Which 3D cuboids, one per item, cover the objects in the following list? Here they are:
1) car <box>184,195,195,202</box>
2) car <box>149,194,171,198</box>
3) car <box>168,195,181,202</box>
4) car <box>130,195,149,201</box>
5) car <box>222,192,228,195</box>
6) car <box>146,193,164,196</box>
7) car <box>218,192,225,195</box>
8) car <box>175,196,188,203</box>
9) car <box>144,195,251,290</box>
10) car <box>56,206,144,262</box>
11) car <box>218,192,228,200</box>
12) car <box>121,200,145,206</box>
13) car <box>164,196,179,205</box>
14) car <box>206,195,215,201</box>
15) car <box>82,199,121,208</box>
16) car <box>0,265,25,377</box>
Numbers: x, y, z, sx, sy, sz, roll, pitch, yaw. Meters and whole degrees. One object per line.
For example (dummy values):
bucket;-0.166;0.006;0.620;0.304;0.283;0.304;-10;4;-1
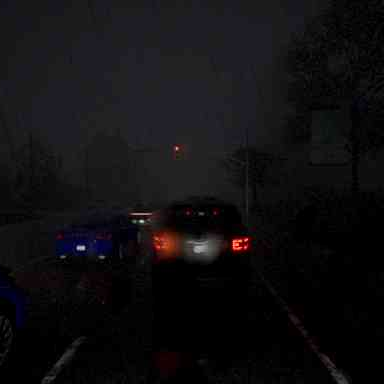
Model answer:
car;-0.536;1.478;78.156;1.882;1.535;5.008;0;0;9
car;-4.486;1.477;48.648;1.882;1.535;5.008;0;0;6
car;-4.052;1.525;78.340;2.128;1.511;4.902;0;0;9
car;-8.017;1.564;48.515;1.994;1.385;4.181;0;0;6
car;6.611;1.350;78.457;2.097;1.767;4.553;0;0;10
car;-6.990;1.221;57.815;2.150;2.045;5.566;0;0;7
car;0.596;1.221;19.560;2.150;2.045;5.566;0;0;2
car;-2.099;1.564;67.897;1.994;1.385;4.181;0;0;9
car;0.254;1.221;9.228;2.150;2.045;5.566;0;0;1
car;-3.169;1.478;12.166;1.882;1.535;5.008;0;0;2
car;8.399;1.093;88.623;2.150;2.045;5.566;0;0;11
car;-2.806;1.491;21.657;2.128;1.511;4.902;0;0;2
car;-3.449;1.526;57.908;1.812;1.442;4.674;0;0;7
car;4.884;1.524;88.862;1.812;1.442;4.674;0;0;11
car;-10.019;1.526;37.573;4.674;1.442;1.812;0;0;-3
car;-3.362;1.221;2.181;2.150;2.045;5.566;0;0;0
